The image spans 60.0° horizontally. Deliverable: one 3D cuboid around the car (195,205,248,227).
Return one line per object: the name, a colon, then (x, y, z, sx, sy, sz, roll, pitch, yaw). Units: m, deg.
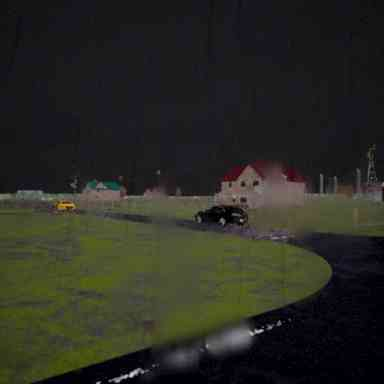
car: (2.122, 1.768, 25.244, 1.837, 1.490, 4.892, 1, -1, -35)

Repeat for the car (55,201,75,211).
car: (-19.012, 2.051, 49.784, 1.882, 1.535, 5.008, 2, -2, -36)
